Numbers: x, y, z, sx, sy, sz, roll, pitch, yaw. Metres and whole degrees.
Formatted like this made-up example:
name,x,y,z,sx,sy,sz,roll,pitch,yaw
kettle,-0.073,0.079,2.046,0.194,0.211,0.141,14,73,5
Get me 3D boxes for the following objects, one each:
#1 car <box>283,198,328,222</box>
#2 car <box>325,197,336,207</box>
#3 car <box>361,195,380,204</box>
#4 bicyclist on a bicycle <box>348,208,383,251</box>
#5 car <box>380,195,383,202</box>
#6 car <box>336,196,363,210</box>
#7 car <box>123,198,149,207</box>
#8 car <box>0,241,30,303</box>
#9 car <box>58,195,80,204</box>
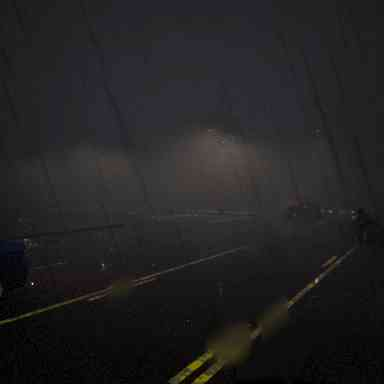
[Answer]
name,x,y,z,sx,sy,sz,roll,pitch,yaw
car,8.987,1.491,26.630,2.128,1.511,4.902,0,0,34
car,20.700,1.491,49.938,2.128,1.511,4.902,0,0,34
car,32.866,1.461,61.368,1.837,1.490,4.892,0,0,34
bicyclist on a bicycle,6.744,1.455,13.012,0.582,1.620,1.656,0,-2,-23
car,39.688,1.328,71.342,2.128,1.511,4.902,0,1,34
car,20.724,1.601,43.790,1.895,1.301,4.718,0,0,34
car,-8.793,1.564,51.921,4.181,1.385,1.994,0,0,34
car,-5.409,1.477,5.581,1.882,1.535,5.008,0,0,34
car,-22.793,1.491,61.421,4.902,1.511,2.128,0,0,34
